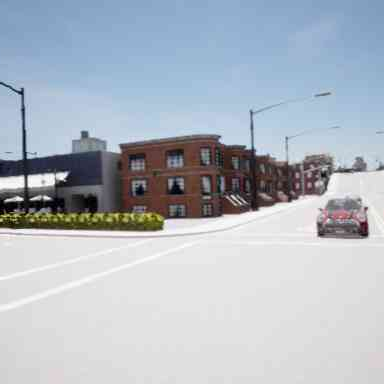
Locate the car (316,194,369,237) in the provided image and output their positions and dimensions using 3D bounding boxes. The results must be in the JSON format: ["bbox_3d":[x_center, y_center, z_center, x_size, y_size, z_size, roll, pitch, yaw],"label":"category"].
[{"bbox_3d":[7.311,1.077,16.073,2.097,1.767,4.553,-3,0,28],"label":"car"}]

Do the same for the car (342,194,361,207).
[{"bbox_3d":[18.976,0.927,39.454,1.895,1.301,4.718,-3,0,26],"label":"car"}]
